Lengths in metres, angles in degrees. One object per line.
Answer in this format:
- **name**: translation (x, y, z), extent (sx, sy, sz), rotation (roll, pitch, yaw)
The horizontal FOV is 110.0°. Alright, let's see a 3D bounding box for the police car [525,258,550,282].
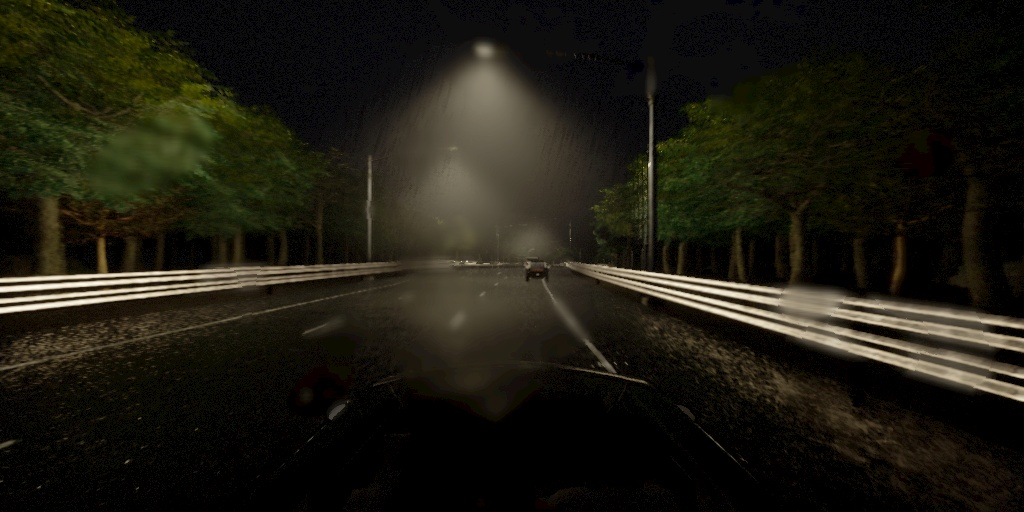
- **police car**: translation (2.140, 1.220, 30.086), extent (1.930, 1.638, 5.238), rotation (0, 0, 4)
